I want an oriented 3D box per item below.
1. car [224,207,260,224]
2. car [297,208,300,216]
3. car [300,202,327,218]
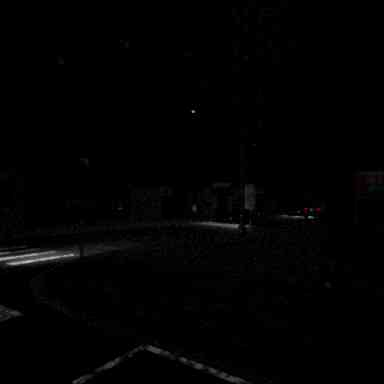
[{"bbox_3d":[4.864,2.199,31.670,1.837,1.490,4.892,0,-2,36],"label":"car"},{"bbox_3d":[16.727,2.733,47.984,1.837,1.490,4.892,0,-1,36],"label":"car"},{"bbox_3d":[15.804,2.266,41.826,2.150,2.045,5.566,0,-2,36],"label":"car"}]
